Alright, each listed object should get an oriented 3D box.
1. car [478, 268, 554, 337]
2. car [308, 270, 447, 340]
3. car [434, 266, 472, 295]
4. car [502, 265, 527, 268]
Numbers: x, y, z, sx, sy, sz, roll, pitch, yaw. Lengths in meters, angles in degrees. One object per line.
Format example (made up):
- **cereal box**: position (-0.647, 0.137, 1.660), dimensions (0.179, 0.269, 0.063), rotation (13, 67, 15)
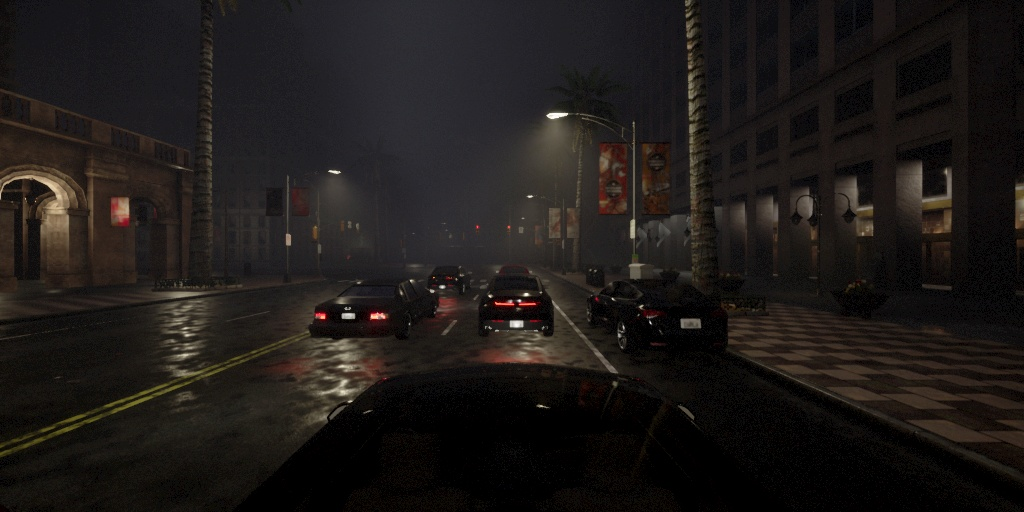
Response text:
- **car**: position (0.097, 1.254, 10.346), dimensions (1.837, 1.490, 4.892), rotation (0, 0, 0)
- **car**: position (-3.393, 1.297, 9.966), dimensions (2.033, 1.411, 5.357), rotation (0, 0, 0)
- **car**: position (-3.384, 1.255, 19.855), dimensions (1.837, 1.490, 4.892), rotation (0, 0, 0)
- **car**: position (0.111, 1.228, 19.796), dimensions (1.882, 1.535, 5.008), rotation (0, 0, 0)
